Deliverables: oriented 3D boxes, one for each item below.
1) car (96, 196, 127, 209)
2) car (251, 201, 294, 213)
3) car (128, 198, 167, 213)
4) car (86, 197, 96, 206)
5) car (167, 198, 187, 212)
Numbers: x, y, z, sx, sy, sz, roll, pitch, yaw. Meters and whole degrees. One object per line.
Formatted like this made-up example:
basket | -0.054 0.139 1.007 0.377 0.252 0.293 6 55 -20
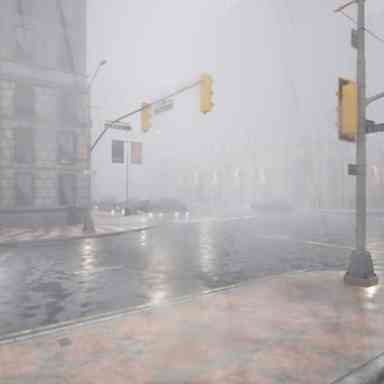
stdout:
car | -10.962 1.597 45.318 1.895 1.301 4.718 0 0 -35
car | 8.701 1.595 36.350 1.895 1.301 4.718 0 0 -35
car | -5.013 1.560 37.030 1.994 1.385 4.181 0 0 -36
car | -16.977 1.544 53.857 2.033 1.411 5.357 0 0 -35
car | -2.455 1.500 39.465 1.837 1.490 4.892 0 0 -36
